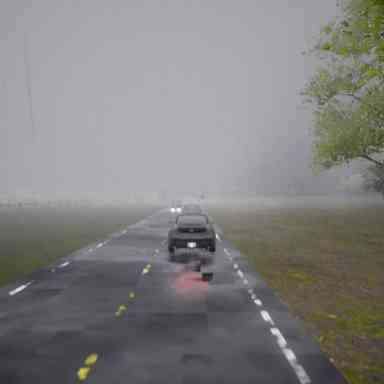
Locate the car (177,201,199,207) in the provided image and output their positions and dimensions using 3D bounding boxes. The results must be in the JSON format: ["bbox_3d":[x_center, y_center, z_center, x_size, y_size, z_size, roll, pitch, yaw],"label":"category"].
[{"bbox_3d":[-0.007,1.818,29.002,2.033,1.411,5.357,0,0,0],"label":"car"}]

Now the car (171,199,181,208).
[{"bbox_3d":[-2.770,2.032,59.453,2.128,1.511,4.902,0,-1,0],"label":"car"}]

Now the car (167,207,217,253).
[{"bbox_3d":[0.000,1.643,14.304,1.837,1.490,4.892,0,0,0],"label":"car"}]
